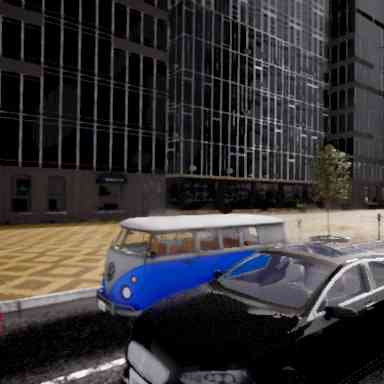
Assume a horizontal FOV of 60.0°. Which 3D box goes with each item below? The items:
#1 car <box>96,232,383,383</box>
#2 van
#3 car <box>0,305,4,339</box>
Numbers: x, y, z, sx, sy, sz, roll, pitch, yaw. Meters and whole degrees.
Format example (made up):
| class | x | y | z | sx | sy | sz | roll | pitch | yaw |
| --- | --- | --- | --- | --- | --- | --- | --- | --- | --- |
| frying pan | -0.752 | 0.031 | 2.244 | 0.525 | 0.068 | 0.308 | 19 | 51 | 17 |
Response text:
| class | x | y | z | sx | sy | sz | roll | pitch | yaw |
| --- | --- | --- | --- | --- | --- | --- | --- | --- | --- |
| car | 1.514 | 1.516 | 4.460 | 4.902 | 1.511 | 2.128 | 0 | 0 | -36 |
| van | 0.232 | 1.368 | 6.714 | 3.998 | 1.788 | 1.690 | 0 | 0 | -35 |
| car | -4.367 | 1.571 | 3.436 | 4.206 | 1.307 | 1.802 | 0 | 0 | -35 |
